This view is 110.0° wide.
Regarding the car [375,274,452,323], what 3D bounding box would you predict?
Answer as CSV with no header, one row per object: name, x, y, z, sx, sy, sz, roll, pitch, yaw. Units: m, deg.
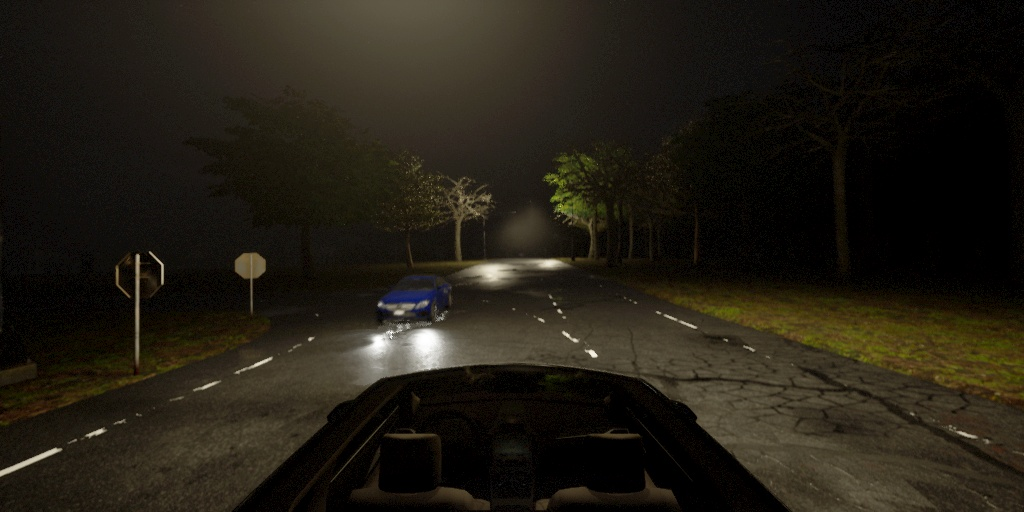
car,-3.417,1.442,13.310,1.812,1.442,4.674,-1,1,1
